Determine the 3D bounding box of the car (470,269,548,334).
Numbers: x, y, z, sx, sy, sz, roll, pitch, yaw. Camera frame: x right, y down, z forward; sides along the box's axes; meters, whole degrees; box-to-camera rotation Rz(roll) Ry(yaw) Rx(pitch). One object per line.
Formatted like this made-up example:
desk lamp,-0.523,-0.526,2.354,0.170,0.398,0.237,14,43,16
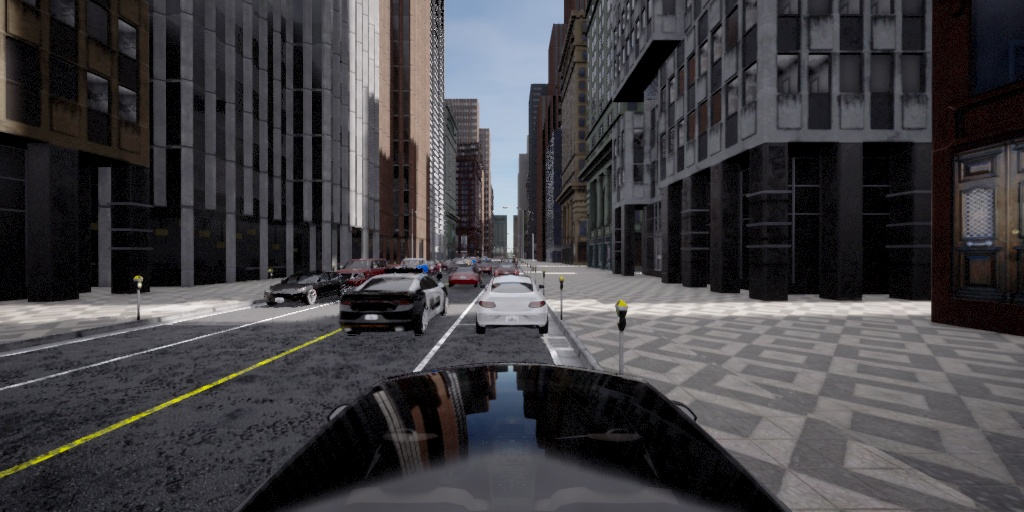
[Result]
car,0.003,1.275,10.501,1.812,1.442,4.674,0,0,0

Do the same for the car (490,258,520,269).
car,-0.383,1.189,27.203,1.967,1.591,4.097,0,0,0

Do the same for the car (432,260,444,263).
car,-8.908,1.189,38.467,1.967,1.591,4.097,0,0,0

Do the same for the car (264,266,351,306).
car,-8.908,1.315,15.920,1.948,1.339,4.313,0,0,0

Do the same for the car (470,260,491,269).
car,-3.082,1.350,38.913,1.895,1.301,4.718,0,0,0

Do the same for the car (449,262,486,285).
car,-3.078,1.311,24.552,1.994,1.385,4.181,0,0,0

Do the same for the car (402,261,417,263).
car,-8.908,1.294,27.194,1.888,1.381,4.507,0,0,0

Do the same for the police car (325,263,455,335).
police car,-3.143,1.175,10.603,1.930,1.638,5.238,0,0,0

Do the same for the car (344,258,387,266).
car,-8.908,1.064,21.556,2.192,1.841,5.009,0,0,0

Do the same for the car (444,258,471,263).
car,-6.219,1.275,41.695,1.812,1.442,4.674,0,0,0

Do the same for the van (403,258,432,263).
van,-8.908,1.090,32.830,1.690,1.789,3.998,0,0,0
